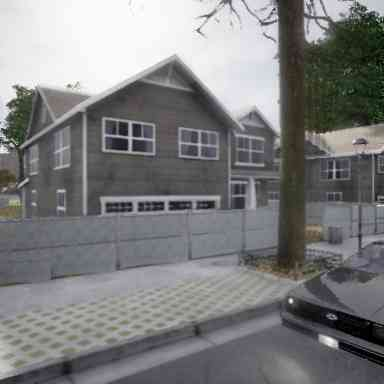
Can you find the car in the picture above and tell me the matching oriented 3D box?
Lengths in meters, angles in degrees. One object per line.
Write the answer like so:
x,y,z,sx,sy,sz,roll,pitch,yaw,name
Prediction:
3.952,1.574,5.889,5.357,1.411,2.033,0,0,-36,car
